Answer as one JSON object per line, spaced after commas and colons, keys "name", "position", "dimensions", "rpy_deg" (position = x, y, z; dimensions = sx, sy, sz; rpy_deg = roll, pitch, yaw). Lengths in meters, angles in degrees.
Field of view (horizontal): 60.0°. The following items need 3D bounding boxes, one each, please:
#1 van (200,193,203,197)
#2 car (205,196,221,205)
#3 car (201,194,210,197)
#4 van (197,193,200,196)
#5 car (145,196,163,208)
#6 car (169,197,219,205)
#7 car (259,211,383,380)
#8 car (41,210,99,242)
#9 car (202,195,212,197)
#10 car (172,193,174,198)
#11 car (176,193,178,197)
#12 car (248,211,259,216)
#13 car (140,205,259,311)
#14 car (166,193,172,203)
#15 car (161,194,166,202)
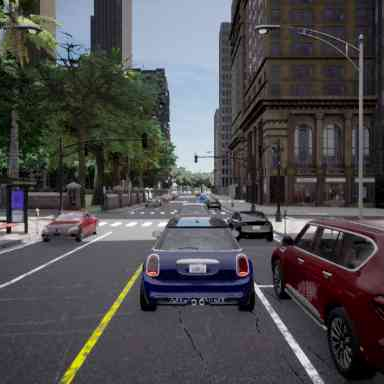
{"name": "van", "position": [2.728, 1.310, 58.965], "dimensions": [1.690, 1.788, 3.998], "rpy_deg": [0, 0, 0]}
{"name": "car", "position": [2.737, 1.548, 42.704], "dimensions": [1.947, 1.339, 4.313], "rpy_deg": [0, 0, 0]}
{"name": "car", "position": [2.731, 1.499, 53.715], "dimensions": [1.752, 1.417, 4.829], "rpy_deg": [0, 0, 0]}
{"name": "van", "position": [2.717, 1.283, 80.647], "dimensions": [1.690, 1.788, 3.998], "rpy_deg": [0, 0, 0]}
{"name": "car", "position": [-5.791, 1.529, 48.140], "dimensions": [2.008, 1.369, 4.403], "rpy_deg": [0, 0, 0]}
{"name": "car", "position": [0.091, 1.348, 17.449], "dimensions": [2.097, 1.767, 4.553], "rpy_deg": [0, 0, 0]}
{"name": "car", "position": [2.755, 1.314, 5.417], "dimensions": [2.192, 1.841, 5.009], "rpy_deg": [0, 0, 0]}
{"name": "car", "position": [-5.775, 1.578, 16.281], "dimensions": [1.802, 1.307, 4.206], "rpy_deg": [0, 0, 0]}
{"name": "car", "position": [2.734, 1.544, 48.125], "dimensions": [1.947, 1.339, 4.313], "rpy_deg": [0, 0, 0]}
{"name": "car", "position": [-5.806, 1.264, 75.242], "dimensions": [2.192, 1.841, 5.009], "rpy_deg": [0, 0, 0]}
{"name": "car", "position": [-5.814, 1.240, 91.502], "dimensions": [2.192, 1.841, 5.009], "rpy_deg": [0, 0, 0]}
{"name": "car", "position": [2.750, 1.562, 16.267], "dimensions": [1.947, 1.339, 4.313], "rpy_deg": [0, 0, 0]}
{"name": "car", "position": [0.098, 1.351, 7.915], "dimensions": [2.097, 1.767, 4.553], "rpy_deg": [0, 0, 0]}
{"name": "car", "position": [-5.803, 1.397, 69.821], "dimensions": [1.967, 1.590, 4.097], "rpy_deg": [0, 0, 0]}
{"name": "car", "position": [-5.795, 1.414, 53.560], "dimensions": [1.967, 1.590, 4.097], "rpy_deg": [0, 0, 0]}
